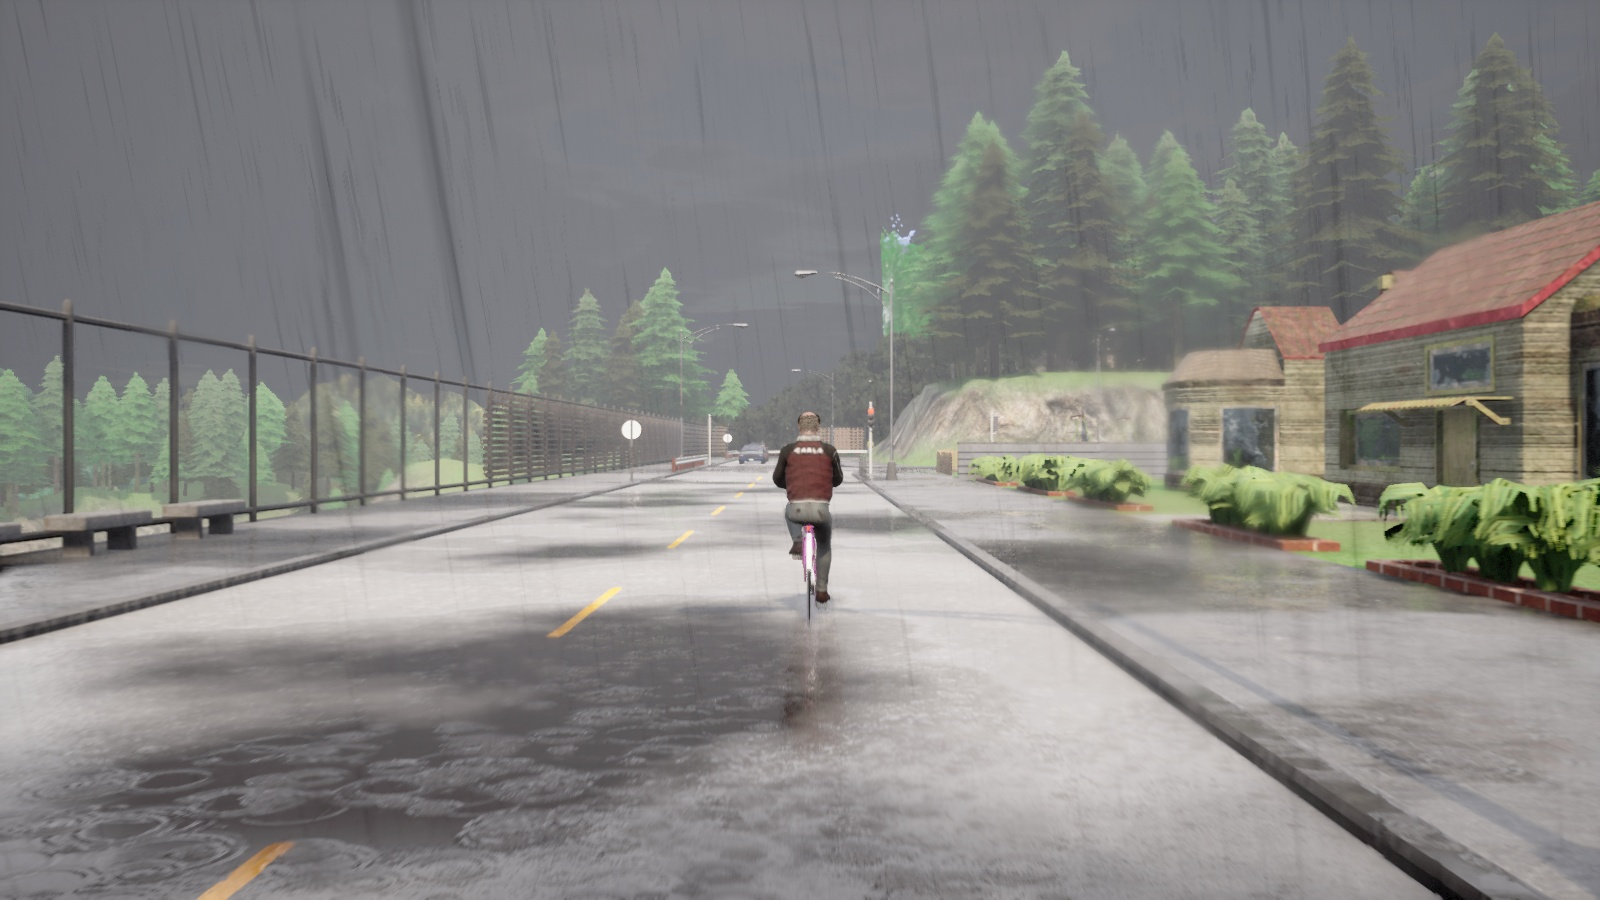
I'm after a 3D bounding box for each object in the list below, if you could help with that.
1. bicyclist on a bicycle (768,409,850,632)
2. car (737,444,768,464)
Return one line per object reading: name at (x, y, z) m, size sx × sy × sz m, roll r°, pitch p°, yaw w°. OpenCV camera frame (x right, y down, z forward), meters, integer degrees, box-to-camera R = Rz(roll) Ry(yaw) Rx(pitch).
bicyclist on a bicycle at (0.078, 0.555, 10.955) m, size 0.659 × 1.776 × 1.843 m, roll 0°, pitch 1°, yaw 0°
car at (-3.407, 0.281, 90.563) m, size 2.033 × 1.411 × 5.357 m, roll 0°, pitch 0°, yaw 0°
